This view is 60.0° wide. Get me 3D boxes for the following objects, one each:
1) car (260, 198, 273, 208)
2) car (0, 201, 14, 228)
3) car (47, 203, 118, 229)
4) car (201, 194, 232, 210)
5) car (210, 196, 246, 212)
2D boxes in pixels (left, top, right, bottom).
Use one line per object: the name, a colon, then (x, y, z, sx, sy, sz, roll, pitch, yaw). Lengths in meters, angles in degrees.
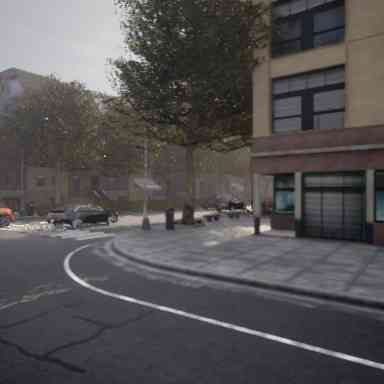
car: (11.017, 1.539, 47.021, 2.033, 1.411, 5.357, 0, 0, 37)
car: (-13.588, 1.342, 20.432, 4.553, 1.767, 2.097, 0, 0, -40)
car: (-6.901, 1.483, 21.539, 2.128, 1.511, 4.902, 0, 0, 31)
car: (3.359, 1.213, 42.476, 2.150, 2.045, 5.566, 0, 0, 36)
car: (4.513, 1.482, 37.933, 2.128, 1.511, 4.902, 0, 0, 36)
